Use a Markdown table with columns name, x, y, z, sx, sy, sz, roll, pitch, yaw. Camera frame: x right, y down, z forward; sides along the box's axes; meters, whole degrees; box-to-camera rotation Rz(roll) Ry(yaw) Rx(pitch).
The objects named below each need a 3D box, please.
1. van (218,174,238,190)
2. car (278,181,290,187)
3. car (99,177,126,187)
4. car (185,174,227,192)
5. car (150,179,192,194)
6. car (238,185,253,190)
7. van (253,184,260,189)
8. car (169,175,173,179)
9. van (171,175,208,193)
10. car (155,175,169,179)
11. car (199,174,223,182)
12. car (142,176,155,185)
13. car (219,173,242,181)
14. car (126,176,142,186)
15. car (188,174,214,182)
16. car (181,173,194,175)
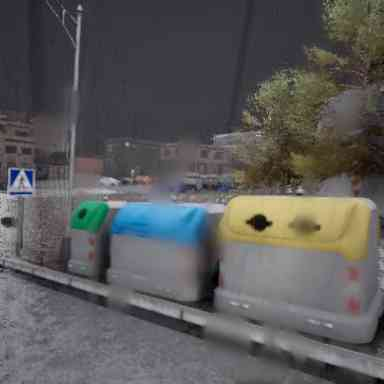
| name | x | y | z | sx | sy | sz | roll | pitch | yaw |
| --- | --- | --- | --- | --- | --- | --- | --- | --- | --- |
| van | 4.272 | -1.298 | 51.862 | 4.442 | 1.987 | 1.878 | 5 | 8 | 34 |
| car | 14.128 | -1.731 | 58.803 | 4.892 | 1.521 | 2.231 | 5 | 8 | 34 |
| car | -14.540 | -1.786 | 59.059 | 4.674 | 1.452 | 2.002 | 3 | 6 | 32 |
| car | 1.905 | -1.151 | 50.073 | 5.566 | 2.045 | 2.435 | 5 | 8 | 34 |
| car | -2.951 | -0.569 | 46.618 | 5.008 | 1.535 | 2.097 | 5 | 7 | 34 |
| car | 6.787 | -1.359 | 53.570 | 4.553 | 1.767 | 2.185 | 5 | 7 | 34 |
| van | 9.352 | -1.615 | 55.221 | 4.442 | 1.987 | 1.878 | 5 | 7 | 34 |
| car | -5.159 | -2.629 | 66.181 | 4.553 | 1.767 | 2.185 | 3 | 6 | 32 |
| van | -0.410 | -0.951 | 48.263 | 4.442 | 1.987 | 1.878 | 5 | 7 | 34 |
| car | -7.549 | -2.308 | 64.441 | 4.792 | 1.488 | 2.163 | 3 | 6 | 32 |
| car | 4.162 | -3.182 | 73.331 | 5.008 | 1.535 | 2.097 | 3 | 6 | 33 |
| car | -9.840 | -2.290 | 62.605 | 4.553 | 1.767 | 2.185 | 3 | 6 | 32 |
| car | 8.837 | -3.518 | 76.869 | 5.008 | 1.535 | 2.097 | 3 | 6 | 33 |
| car | -12.175 | -1.966 | 60.835 | 4.792 | 1.488 | 2.163 | 3 | 6 | 32 |
| car | 1.989 | -3.009 | 71.452 | 5.366 | 1.575 | 1.946 | 3 | 6 | 33 |
| car | -2.844 | -2.676 | 68.004 | 5.008 | 1.535 | 2.097 | 3 | 6 | 33 |
